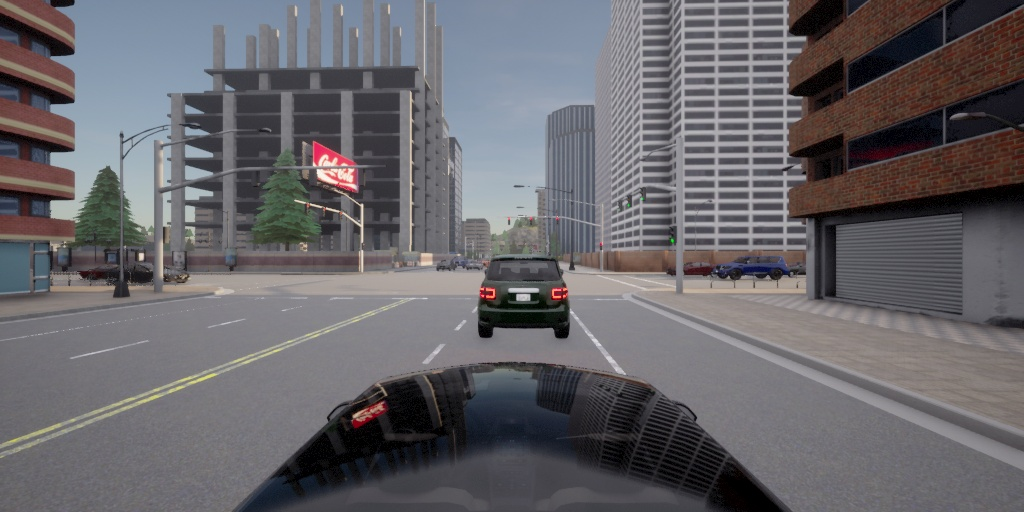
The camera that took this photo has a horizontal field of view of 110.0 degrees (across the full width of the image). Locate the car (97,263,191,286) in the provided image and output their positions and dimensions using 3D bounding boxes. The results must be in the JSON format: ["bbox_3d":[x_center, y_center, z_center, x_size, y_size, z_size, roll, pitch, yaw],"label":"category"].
[{"bbox_3d":[-25.053,1.255,24.749,4.892,1.490,1.837,0,0,2],"label":"car"}]

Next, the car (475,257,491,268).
[{"bbox_3d":[-4.871,1.102,61.260,2.097,1.767,4.553,0,0,2],"label":"car"}]

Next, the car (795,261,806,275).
[{"bbox_3d":[27.240,1.241,33.737,4.902,1.511,2.128,0,0,2],"label":"car"}]

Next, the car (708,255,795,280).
[{"bbox_3d":[20.226,0.971,30.477,5.566,2.045,2.150,0,0,2],"label":"car"}]

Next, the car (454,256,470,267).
[{"bbox_3d":[-8.497,0.971,58.372,2.150,2.045,5.566,0,0,1],"label":"car"}]

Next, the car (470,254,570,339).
[{"bbox_3d":[0.338,0.971,10.283,2.150,2.045,5.566,0,0,2],"label":"car"}]

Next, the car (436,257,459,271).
[{"bbox_3d":[-8.880,1.255,48.524,1.837,1.490,4.892,0,0,2],"label":"car"}]

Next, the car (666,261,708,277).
[{"bbox_3d":[17.310,1.228,34.071,5.008,1.535,1.882,0,0,2],"label":"car"}]

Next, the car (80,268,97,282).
[{"bbox_3d":[-30.936,1.351,28.441,4.718,1.301,1.895,0,0,2],"label":"car"}]

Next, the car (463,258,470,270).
[{"bbox_3d":[-5.276,1.351,51.160,1.895,1.301,4.718,0,0,2],"label":"car"}]
